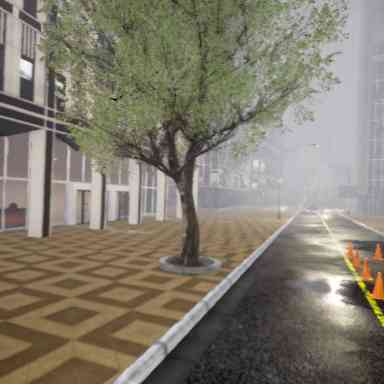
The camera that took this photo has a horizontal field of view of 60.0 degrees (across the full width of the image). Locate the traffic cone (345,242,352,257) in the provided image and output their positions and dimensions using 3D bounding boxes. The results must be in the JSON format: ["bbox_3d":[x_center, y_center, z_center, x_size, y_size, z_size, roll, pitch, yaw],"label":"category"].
[{"bbox_3d":[6.436,2.336,13.515,0.340,0.580,0.340,2,-1,20],"label":"traffic cone"}]

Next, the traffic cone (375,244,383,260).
[{"bbox_3d":[7.378,2.367,13.178,0.340,0.580,0.340,2,-1,20],"label":"traffic cone"}]

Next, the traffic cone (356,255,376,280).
[{"bbox_3d":[5.094,2.245,9.748,0.340,0.580,0.340,2,-1,20],"label":"traffic cone"}]

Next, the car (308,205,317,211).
[{"bbox_3d":[27.864,3.593,77.044,1.895,1.301,4.718,2,-1,23],"label":"car"}]

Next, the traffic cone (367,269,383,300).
[{"bbox_3d":[4.423,2.200,7.864,0.340,0.580,0.340,2,-1,20],"label":"traffic cone"}]

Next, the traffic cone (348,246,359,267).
[{"bbox_3d":[5.765,2.290,11.631,0.340,0.580,0.340,2,-1,20],"label":"traffic cone"}]
